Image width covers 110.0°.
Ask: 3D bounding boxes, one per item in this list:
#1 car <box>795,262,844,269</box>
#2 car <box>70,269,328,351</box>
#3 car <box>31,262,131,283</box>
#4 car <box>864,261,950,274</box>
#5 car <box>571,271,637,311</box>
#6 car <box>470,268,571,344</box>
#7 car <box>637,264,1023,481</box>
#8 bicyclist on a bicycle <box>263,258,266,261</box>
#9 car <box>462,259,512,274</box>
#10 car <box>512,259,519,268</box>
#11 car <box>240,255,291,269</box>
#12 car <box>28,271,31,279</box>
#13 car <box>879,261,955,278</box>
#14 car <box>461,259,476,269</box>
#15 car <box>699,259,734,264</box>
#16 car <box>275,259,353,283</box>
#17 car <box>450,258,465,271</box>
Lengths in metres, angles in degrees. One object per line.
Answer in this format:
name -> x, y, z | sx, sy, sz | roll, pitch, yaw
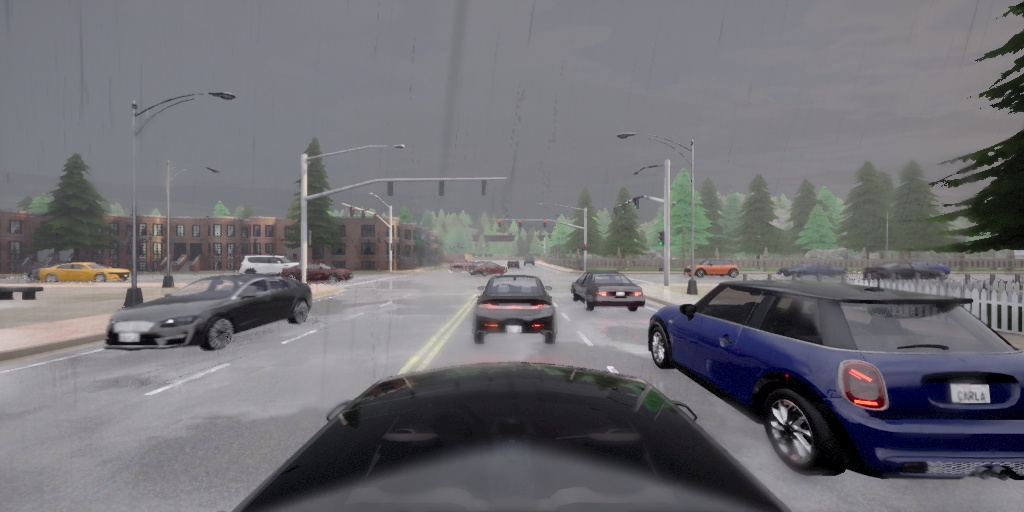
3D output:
car -> 28.285, 1.297, 33.921 | 5.357, 1.411, 2.033 | 0, 0, 1
car -> -7.063, 1.241, 9.085 | 2.128, 1.511, 4.902 | 0, 0, 0
car -> -31.667, 1.227, 26.750 | 5.008, 1.535, 1.882 | 0, 0, -8
car -> 29.254, 1.227, 26.723 | 5.008, 1.535, 1.882 | 0, 0, 0
car -> 3.604, 1.297, 14.361 | 2.033, 1.411, 5.357 | 0, 0, 0
car -> 0.075, 1.242, 9.533 | 2.128, 1.511, 4.902 | 0, 0, 1
car -> 3.607, 1.102, 4.943 | 2.097, 1.767, 4.553 | 0, 0, 0
bicyclist on a bicycle -> -28.753, 1.053, 41.650 | 0.582, 1.620, 1.656 | 0, 0, -1
car -> -2.486, 1.276, 36.441 | 1.812, 1.442, 4.674 | 1, 1, 39
car -> 0.204, 1.227, 59.778 | 1.882, 1.535, 5.008 | 0, 0, 0
car -> -20.071, 0.971, 30.692 | 5.566, 2.045, 2.150 | 0, 0, -1
car -> -36.427, 1.315, 29.489 | 4.181, 1.385, 1.994 | 0, 0, -13
car -> 38.162, 1.228, 33.890 | 5.008, 1.535, 1.882 | 0, 0, 0
car -> -6.994, 1.276, 58.258 | 1.812, 1.442, 4.674 | 0, 0, 1
car -> 18.760, 1.102, 33.950 | 4.553, 1.767, 2.097 | 0, 0, 0
car -> -14.660, 1.228, 27.124 | 5.008, 1.535, 1.882 | 0, 0, 2
car -> -7.021, 1.102, 48.325 | 2.097, 1.767, 4.553 | 0, 0, 0
